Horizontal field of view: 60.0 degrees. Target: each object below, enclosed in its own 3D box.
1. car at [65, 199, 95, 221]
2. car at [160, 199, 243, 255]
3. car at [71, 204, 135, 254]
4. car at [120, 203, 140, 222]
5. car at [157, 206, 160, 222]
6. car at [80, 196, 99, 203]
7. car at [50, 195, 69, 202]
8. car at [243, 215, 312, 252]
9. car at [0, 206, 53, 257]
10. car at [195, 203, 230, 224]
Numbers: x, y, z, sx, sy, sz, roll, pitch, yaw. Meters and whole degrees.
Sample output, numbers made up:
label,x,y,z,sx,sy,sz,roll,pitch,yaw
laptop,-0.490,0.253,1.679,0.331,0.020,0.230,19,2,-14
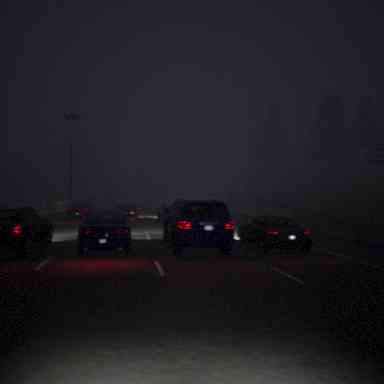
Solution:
label,x,y,z,sx,sy,sz,roll,pitch,yaw
car,-8.874,1.481,27.526,1.882,1.535,5.008,1,0,-5
car,0.092,1.301,13.842,2.150,2.045,5.566,1,0,-10
car,-3.425,1.498,13.678,1.882,1.535,5.008,1,0,-10
car,-5.357,1.614,27.394,2.033,1.411,5.357,1,0,-6
car,-1.895,1.697,28.014,1.994,1.385,4.181,1,0,-6
car,-22.272,1.567,72.428,2.033,1.411,5.357,1,0,7
car,-29.181,1.406,73.553,1.837,1.490,4.892,1,0,7
car,3.493,1.716,14.712,1.994,1.385,4.181,1,0,-10
car,-6.807,1.302,12.671,2.097,1.767,4.553,1,-1,-10
car,1.605,1.745,28.114,2.033,1.411,5.357,1,0,-6
